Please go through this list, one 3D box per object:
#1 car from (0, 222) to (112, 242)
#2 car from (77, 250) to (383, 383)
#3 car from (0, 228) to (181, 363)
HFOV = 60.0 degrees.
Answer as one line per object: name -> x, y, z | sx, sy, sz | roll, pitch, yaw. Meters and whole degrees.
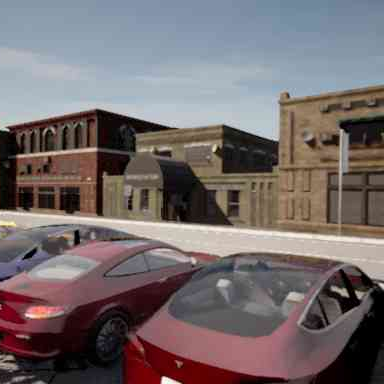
car -> -3.289, 1.508, 7.458 | 2.163, 1.488, 4.792 | 0, 0, 36
car -> 1.276, 1.509, 4.273 | 2.163, 1.488, 4.792 | 0, 0, 36
car -> -1.008, 1.519, 5.863 | 2.002, 1.452, 4.674 | 0, 0, 36
